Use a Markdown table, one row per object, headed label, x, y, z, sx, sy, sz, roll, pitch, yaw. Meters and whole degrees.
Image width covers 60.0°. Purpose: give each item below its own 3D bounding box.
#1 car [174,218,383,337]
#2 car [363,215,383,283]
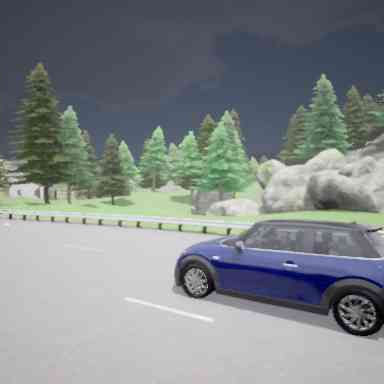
| label | x | y | z | sx | sy | sz | roll | pitch | yaw |
| --- | --- | --- | --- | --- | --- | --- | --- | --- | --- |
| car | 1.811 | 1.324 | 6.862 | 4.553 | 1.767 | 2.097 | 0 | 0 | 35 |
| car | 6.867 | 1.462 | 7.601 | 5.008 | 1.535 | 1.882 | 1 | 0 | 36 |
